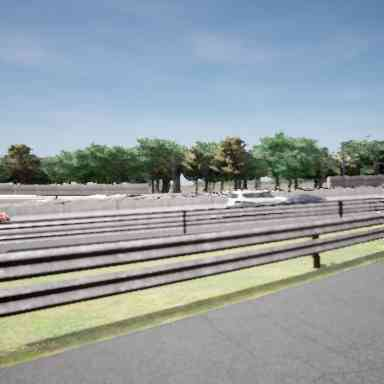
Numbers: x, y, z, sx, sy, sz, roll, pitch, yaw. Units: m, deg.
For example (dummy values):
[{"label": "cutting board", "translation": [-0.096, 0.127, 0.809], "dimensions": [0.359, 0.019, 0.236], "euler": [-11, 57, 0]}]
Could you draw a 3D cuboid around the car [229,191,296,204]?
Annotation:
[{"label": "car", "translation": [5.745, 0.872, 28.839], "dimensions": [5.566, 2.045, 2.150], "euler": [-3, 1, -18]}]

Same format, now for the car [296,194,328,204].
[{"label": "car", "translation": [11.907, 0.872, 34.522], "dimensions": [4.181, 1.385, 1.994], "euler": [-3, 1, -18]}]

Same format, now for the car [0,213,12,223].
[{"label": "car", "translation": [-16.372, 1.933, 25.335], "dimensions": [4.553, 1.767, 2.097], "euler": [-3, 1, -18]}]

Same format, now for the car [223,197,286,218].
[{"label": "car", "translation": [4.385, 1.364, 24.720], "dimensions": [4.181, 1.385, 1.994], "euler": [-3, 1, -18]}]
